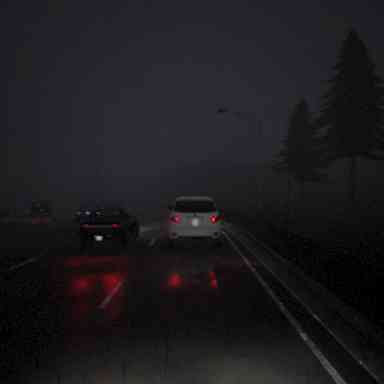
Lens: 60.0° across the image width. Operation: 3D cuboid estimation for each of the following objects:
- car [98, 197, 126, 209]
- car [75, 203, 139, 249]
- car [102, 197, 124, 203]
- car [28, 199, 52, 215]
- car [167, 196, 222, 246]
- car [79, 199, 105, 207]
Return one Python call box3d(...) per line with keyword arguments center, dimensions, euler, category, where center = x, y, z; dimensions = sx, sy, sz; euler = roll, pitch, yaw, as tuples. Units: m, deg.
box3d(center=(-11.001, 1.444, 45.600), dimensions=(1.812, 1.442, 4.674), euler=(1, 0, -42), category="car")
box3d(center=(-3.456, 1.465, 14.530), dimensions=(2.128, 1.511, 4.902), euler=(0, 0, -2), category="car")
box3d(center=(-9.601, 1.410, 37.807), dimensions=(1.882, 1.535, 5.008), euler=(1, 0, -32), category="car")
box3d(center=(-14.936, 1.433, 32.694), dimensions=(2.128, 1.511, 4.902), euler=(1, 0, -29), category="car")
box3d(center=(0.058, 1.195, 15.150), dimensions=(2.150, 2.045, 5.566), euler=(0, 0, -1), category="car")
box3d(center=(-7.914, 1.502, 25.579), dimensions=(2.033, 1.411, 5.357), euler=(0, 0, -15), category="car")
